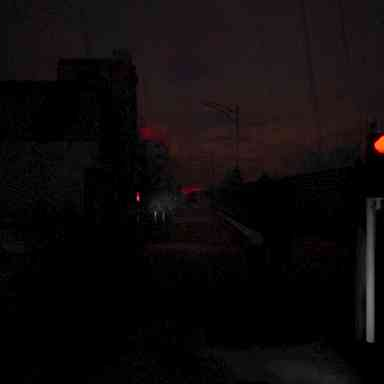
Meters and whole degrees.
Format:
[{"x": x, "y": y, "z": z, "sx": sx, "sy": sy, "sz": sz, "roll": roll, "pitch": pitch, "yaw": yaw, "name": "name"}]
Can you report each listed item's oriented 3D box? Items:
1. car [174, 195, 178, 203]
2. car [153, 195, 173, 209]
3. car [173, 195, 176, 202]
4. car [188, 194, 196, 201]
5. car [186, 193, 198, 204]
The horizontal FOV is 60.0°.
[{"x": -4.056, "y": 1.352, "z": 69.469, "sx": 2.097, "sy": 1.767, "sz": 4.553, "roll": 0, "pitch": 0, "yaw": 0, "name": "car"}, {"x": -4.130, "y": 1.492, "z": 44.382, "sx": 2.128, "sy": 1.511, "sz": 4.902, "roll": 0, "pitch": 0, "yaw": 0, "name": "car"}, {"x": -4.132, "y": 1.601, "z": 54.616, "sx": 1.895, "sy": 1.301, "sz": 4.718, "roll": 0, "pitch": 0, "yaw": 0, "name": "car"}, {"x": -0.064, "y": 1.310, "z": 76.718, "sx": 1.882, "sy": 1.535, "sz": 5.008, "roll": 0, "pitch": 0, "yaw": 0, "name": "car"}, {"x": -0.053, "y": 1.221, "z": 66.327, "sx": 2.150, "sy": 2.045, "sz": 5.566, "roll": 0, "pitch": 0, "yaw": 0, "name": "car"}]
